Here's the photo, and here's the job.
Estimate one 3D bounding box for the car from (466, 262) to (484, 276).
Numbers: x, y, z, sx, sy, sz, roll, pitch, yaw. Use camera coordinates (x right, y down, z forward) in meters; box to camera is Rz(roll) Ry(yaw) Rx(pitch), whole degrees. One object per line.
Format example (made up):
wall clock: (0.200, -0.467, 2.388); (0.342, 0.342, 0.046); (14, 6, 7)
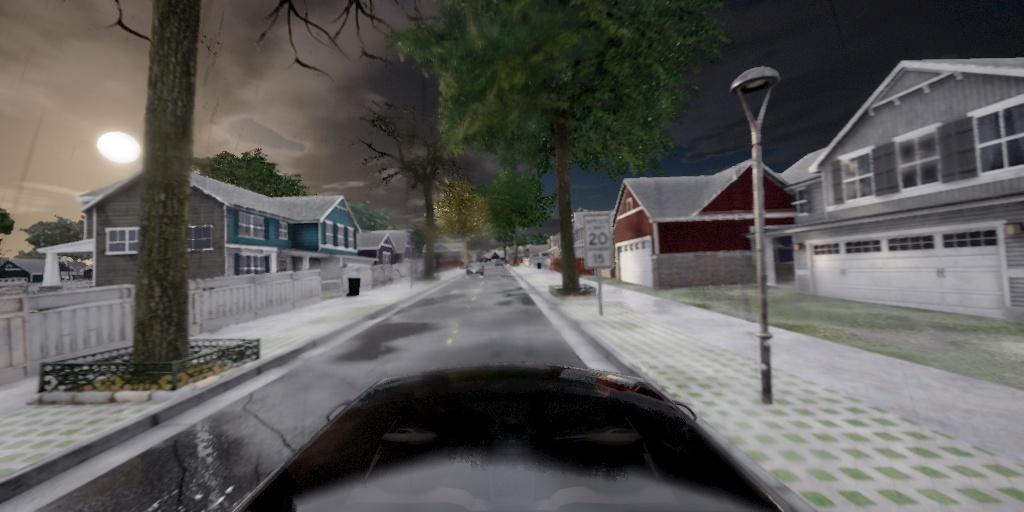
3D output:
car: (-4.184, 1.471, 41.455); (2.128, 1.511, 4.902); (-2, 0, -2)
